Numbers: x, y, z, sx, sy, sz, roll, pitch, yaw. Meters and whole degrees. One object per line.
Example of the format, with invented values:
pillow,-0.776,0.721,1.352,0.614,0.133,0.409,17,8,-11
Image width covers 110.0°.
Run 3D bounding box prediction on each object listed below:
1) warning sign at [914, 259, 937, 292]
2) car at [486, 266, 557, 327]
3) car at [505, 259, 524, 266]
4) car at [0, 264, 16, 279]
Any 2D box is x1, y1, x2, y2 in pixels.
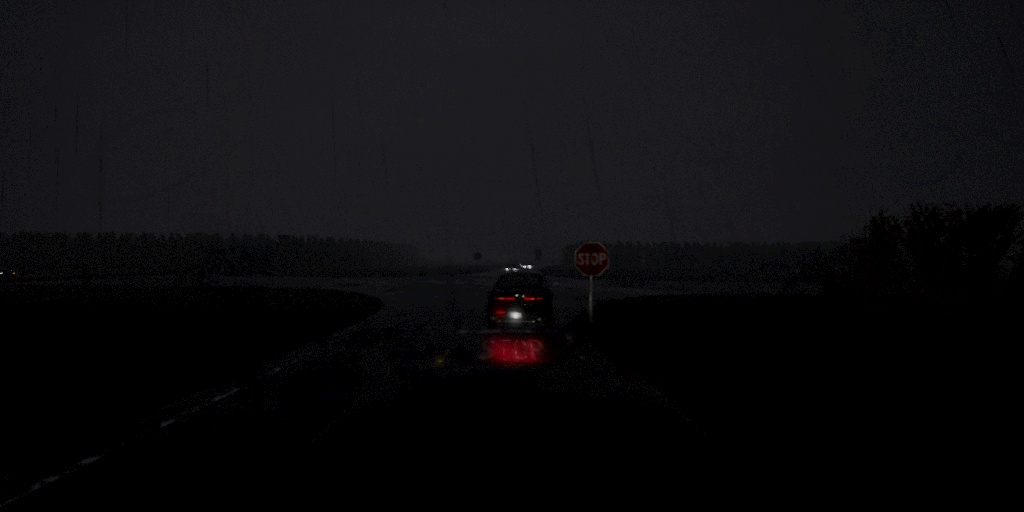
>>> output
warning sign,21.185,0.963,18.260,1.060,1.860,1.300,0,0,5
car,0.417,1.238,11.504,1.837,1.490,4.892,0,1,7
car,0.165,1.219,57.102,2.033,1.411,5.357,0,0,10
car,-38.476,0.942,25.470,4.892,1.490,1.837,0,0,3
